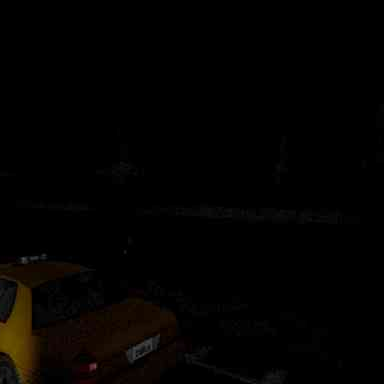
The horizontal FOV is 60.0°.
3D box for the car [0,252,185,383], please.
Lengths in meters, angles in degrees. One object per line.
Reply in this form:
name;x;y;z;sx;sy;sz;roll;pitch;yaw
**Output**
car;-2.362;1.525;4.650;4.829;1.417;1.752;0;0;36
